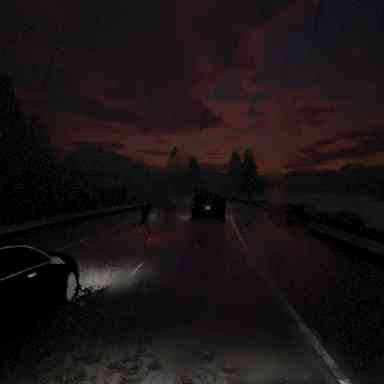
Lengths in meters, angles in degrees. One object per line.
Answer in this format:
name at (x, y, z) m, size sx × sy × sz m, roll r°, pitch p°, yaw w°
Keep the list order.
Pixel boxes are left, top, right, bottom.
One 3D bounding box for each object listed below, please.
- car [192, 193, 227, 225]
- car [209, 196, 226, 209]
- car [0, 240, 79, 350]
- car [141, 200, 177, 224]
car at (1.214, 1.061, 23.078) m, size 2.150 × 2.045 × 5.566 m, roll 0°, pitch 0°, yaw 5°
car at (3.251, 1.262, 41.466) m, size 2.033 × 1.411 × 5.357 m, roll 0°, pitch 0°, yaw 6°
car at (-3.278, 1.467, 4.980) m, size 1.837 × 1.490 × 4.892 m, roll 0°, pitch 0°, yaw 1°
car at (-2.249, 1.339, 23.495) m, size 1.837 × 1.490 × 4.892 m, roll 0°, pitch 0°, yaw 5°
